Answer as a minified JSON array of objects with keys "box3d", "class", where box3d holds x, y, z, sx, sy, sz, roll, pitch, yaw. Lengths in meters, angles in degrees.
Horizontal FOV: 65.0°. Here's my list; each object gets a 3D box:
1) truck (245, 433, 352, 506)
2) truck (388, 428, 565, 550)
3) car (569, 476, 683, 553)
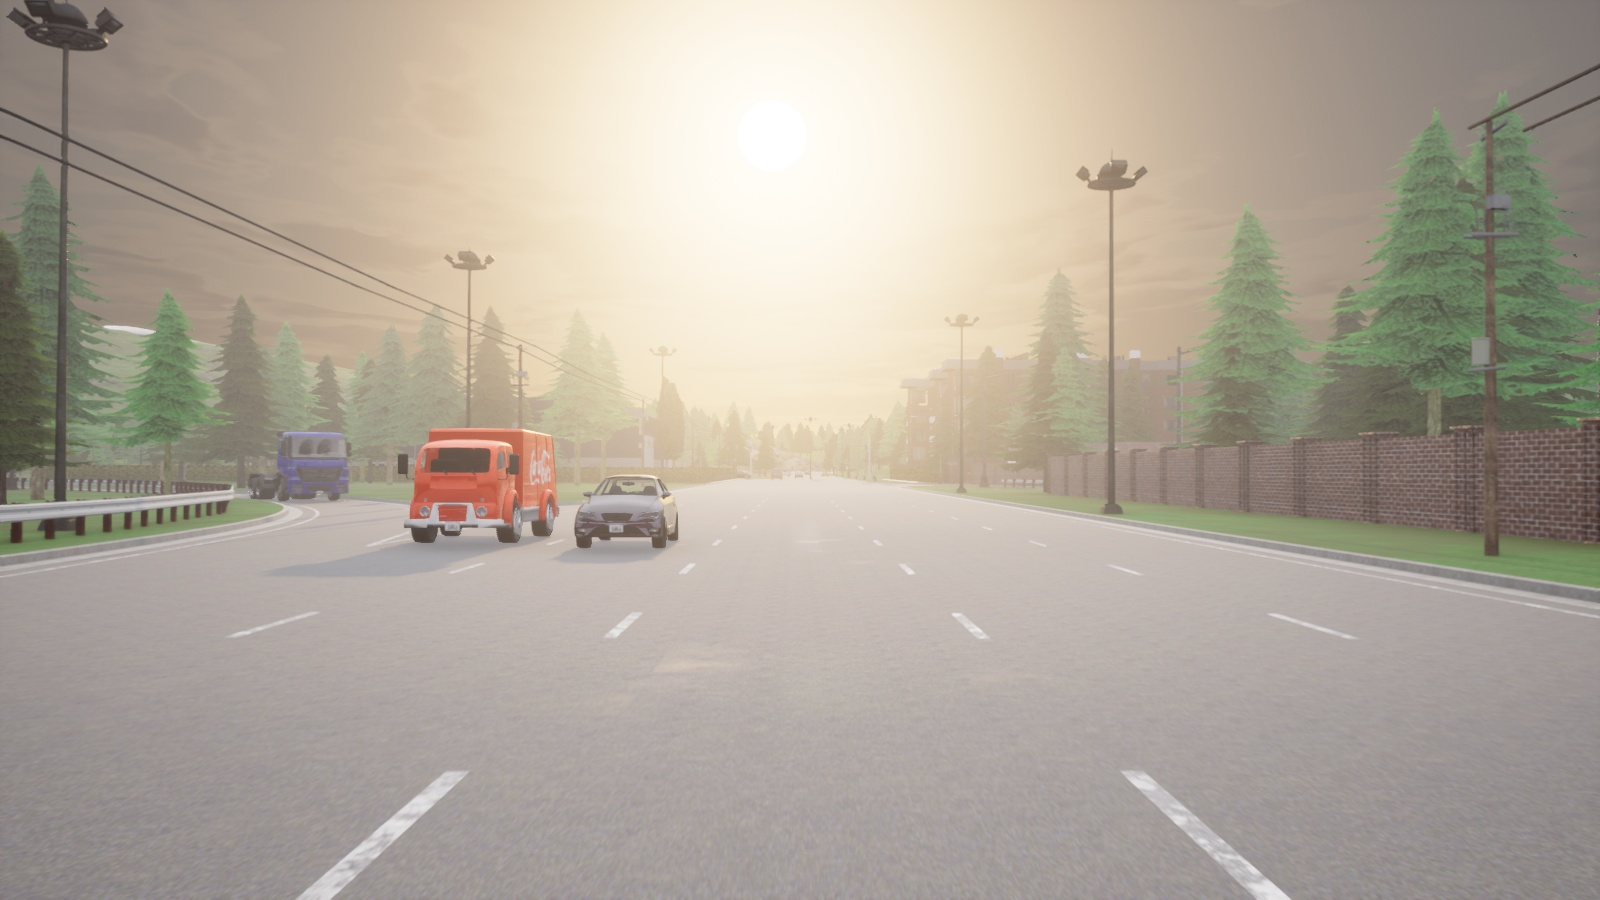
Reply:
[{"box3d":[-25.231,0.988,62.947,2.891,3.462,7.936,1,-1,-38],"class":"truck"},{"box3d":[-7.045,0.825,28.047,2.627,2.467,5.204,0,-1,0],"class":"truck"},{"box3d":[-3.542,1.282,26.285,1.816,1.474,4.193,0,-1,0],"class":"car"}]
